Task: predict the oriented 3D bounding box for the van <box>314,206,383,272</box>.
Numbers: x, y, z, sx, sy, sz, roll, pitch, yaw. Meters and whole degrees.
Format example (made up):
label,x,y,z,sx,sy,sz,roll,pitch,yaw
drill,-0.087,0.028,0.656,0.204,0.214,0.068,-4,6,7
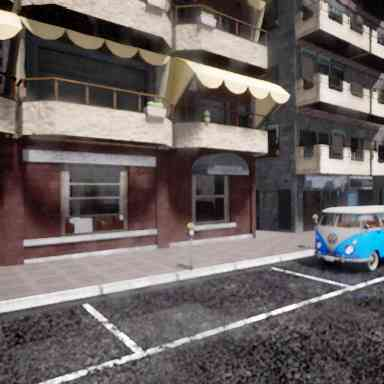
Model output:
label,x,y,z,sx,sy,sz,roll,pitch,yaw
van,5.554,1.342,10.534,3.998,1.788,1.690,0,0,-35
